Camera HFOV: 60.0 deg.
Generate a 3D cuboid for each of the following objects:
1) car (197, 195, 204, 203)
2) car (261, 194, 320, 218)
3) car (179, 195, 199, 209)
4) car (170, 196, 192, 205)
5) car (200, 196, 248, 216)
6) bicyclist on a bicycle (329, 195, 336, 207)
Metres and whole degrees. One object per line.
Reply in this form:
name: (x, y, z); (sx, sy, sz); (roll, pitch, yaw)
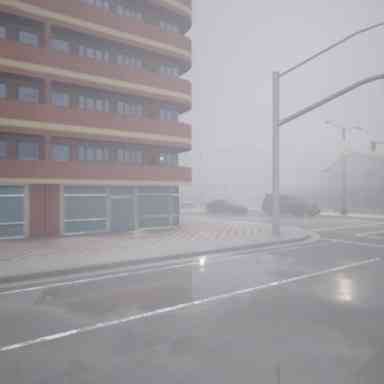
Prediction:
car: (0.787, 1.322, 62.493); (2.097, 1.767, 4.553); (0, 0, -35)
car: (8.859, 1.194, 30.335); (2.150, 2.045, 5.566); (0, 1, -34)
car: (-1.543, 1.505, 45.449); (1.812, 1.442, 4.674); (0, 0, -35)
car: (-2.065, 1.499, 60.548); (1.812, 1.442, 4.674); (0, 0, -34)
car: (3.302, 1.460, 32.212); (1.882, 1.535, 5.008); (0, 0, -34)
bicyclist on a bicycle: (19.354, 1.267, 45.898); (1.656, 1.620, 0.582); (0, 0, -35)
